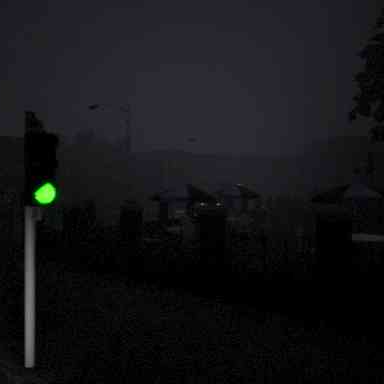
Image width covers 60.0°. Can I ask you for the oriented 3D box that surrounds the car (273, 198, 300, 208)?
[{"bbox_3d":[13.304,1.505,47.830,5.357,1.411,2.033,0,0,-2],"label":"car"}]

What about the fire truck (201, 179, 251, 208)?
[{"bbox_3d":[4.534,0.285,42.579,2.891,3.827,8.468,0,0,35],"label":"fire truck"}]
